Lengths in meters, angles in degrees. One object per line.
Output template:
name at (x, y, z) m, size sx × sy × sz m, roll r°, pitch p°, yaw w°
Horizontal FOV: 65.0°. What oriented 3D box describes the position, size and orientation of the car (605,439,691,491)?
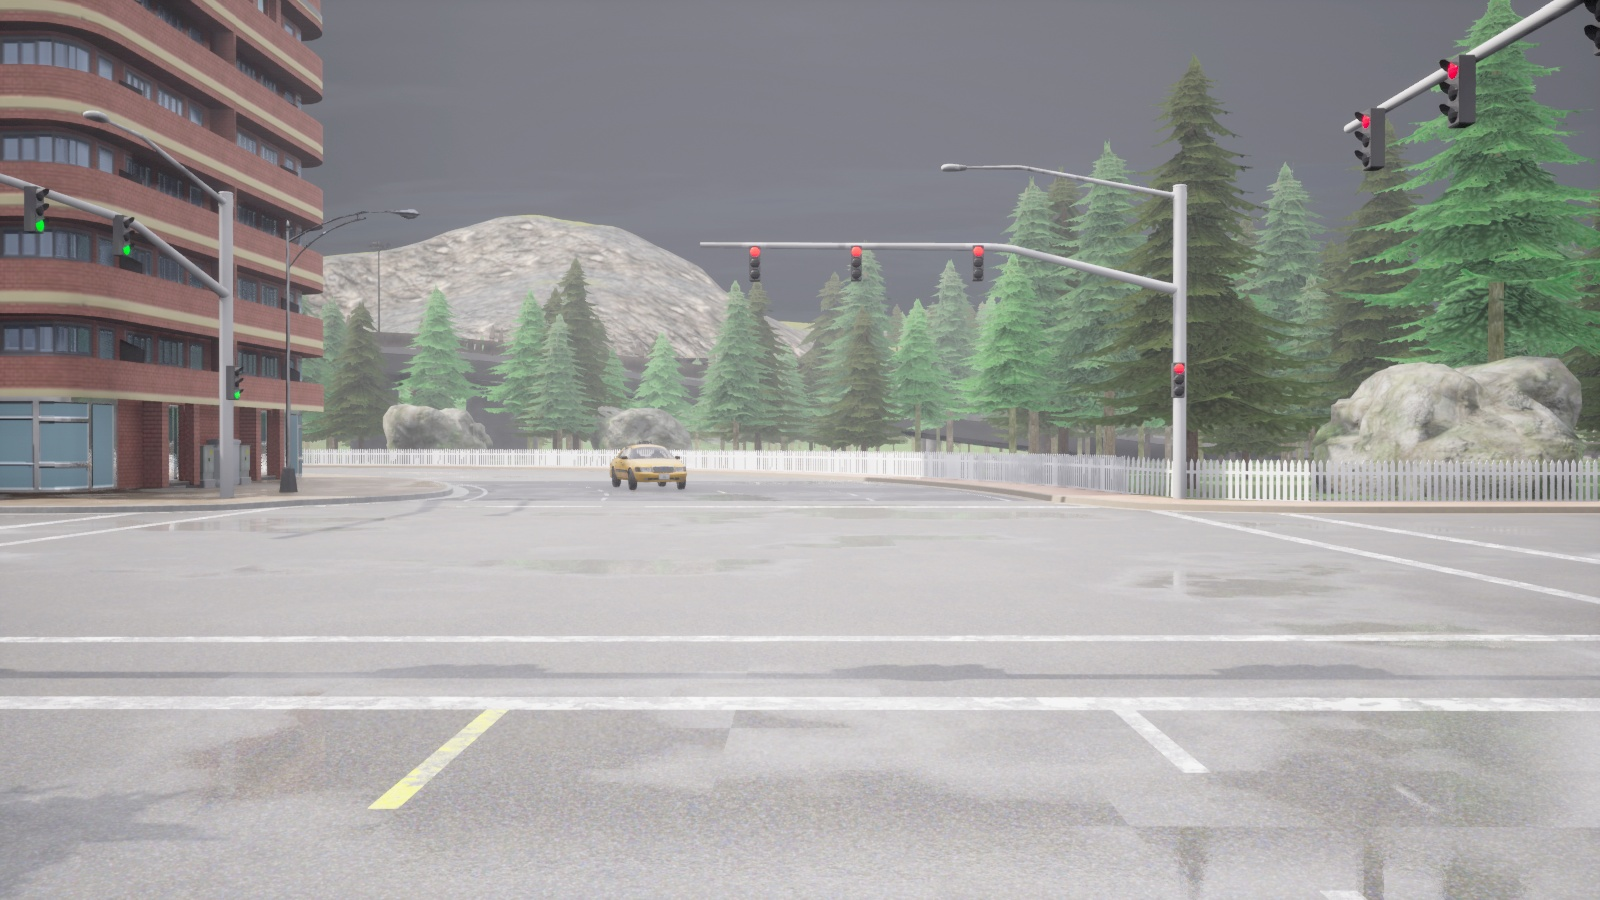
car at (-5.093, 0.447, 41.520) m, size 1.801 × 1.575 × 5.366 m, roll 0°, pitch 0°, yaw -18°
